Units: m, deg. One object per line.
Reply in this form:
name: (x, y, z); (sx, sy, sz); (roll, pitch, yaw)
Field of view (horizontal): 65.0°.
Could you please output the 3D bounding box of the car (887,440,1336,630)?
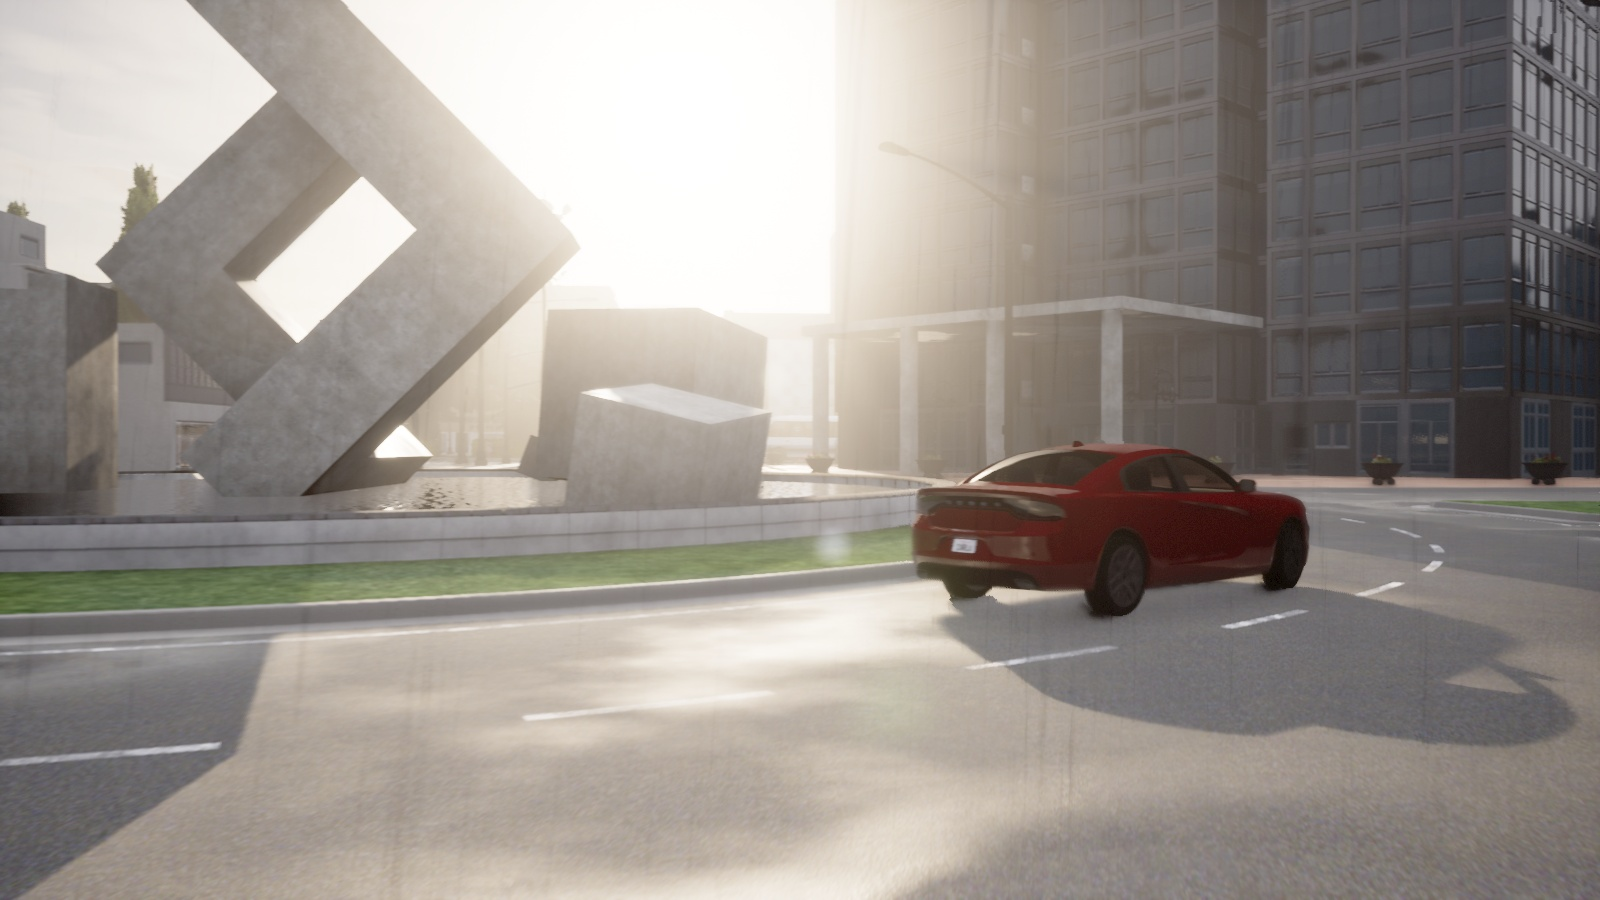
car: (3.291, 0.679, 12.555); (5.008, 1.535, 1.882); (0, 0, -42)
